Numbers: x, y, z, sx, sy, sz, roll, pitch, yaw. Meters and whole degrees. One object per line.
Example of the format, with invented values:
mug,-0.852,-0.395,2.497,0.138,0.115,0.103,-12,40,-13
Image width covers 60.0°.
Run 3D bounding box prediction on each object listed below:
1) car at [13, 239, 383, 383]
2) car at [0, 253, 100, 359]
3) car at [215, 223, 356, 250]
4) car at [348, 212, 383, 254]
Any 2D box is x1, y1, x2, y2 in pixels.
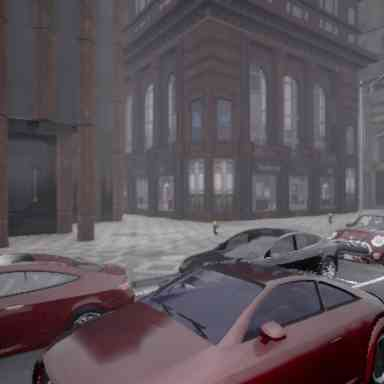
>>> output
car,0.508,1.561,3.741,4.181,1.385,1.994,0,0,-35
car,-2.848,1.582,4.619,4.206,1.307,1.802,0,0,-35
car,1.740,1.559,7.892,4.313,1.339,1.947,0,0,-35
car,6.329,1.428,11.166,4.097,1.590,1.967,0,0,-35
